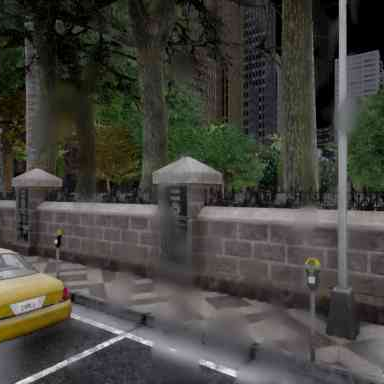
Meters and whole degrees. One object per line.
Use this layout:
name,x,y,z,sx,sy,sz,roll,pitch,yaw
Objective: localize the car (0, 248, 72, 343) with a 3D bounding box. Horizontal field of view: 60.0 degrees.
car,-4.131,1.526,5.926,4.829,1.417,1.752,0,0,36
